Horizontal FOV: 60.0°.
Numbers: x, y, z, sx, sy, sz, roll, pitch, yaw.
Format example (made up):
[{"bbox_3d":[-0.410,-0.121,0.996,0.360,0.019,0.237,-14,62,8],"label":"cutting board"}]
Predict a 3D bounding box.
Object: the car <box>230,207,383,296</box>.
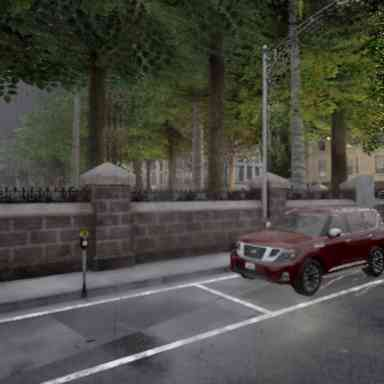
[{"bbox_3d":[3.358,1.353,8.929,5.009,1.841,2.192,0,0,-36],"label":"car"}]
